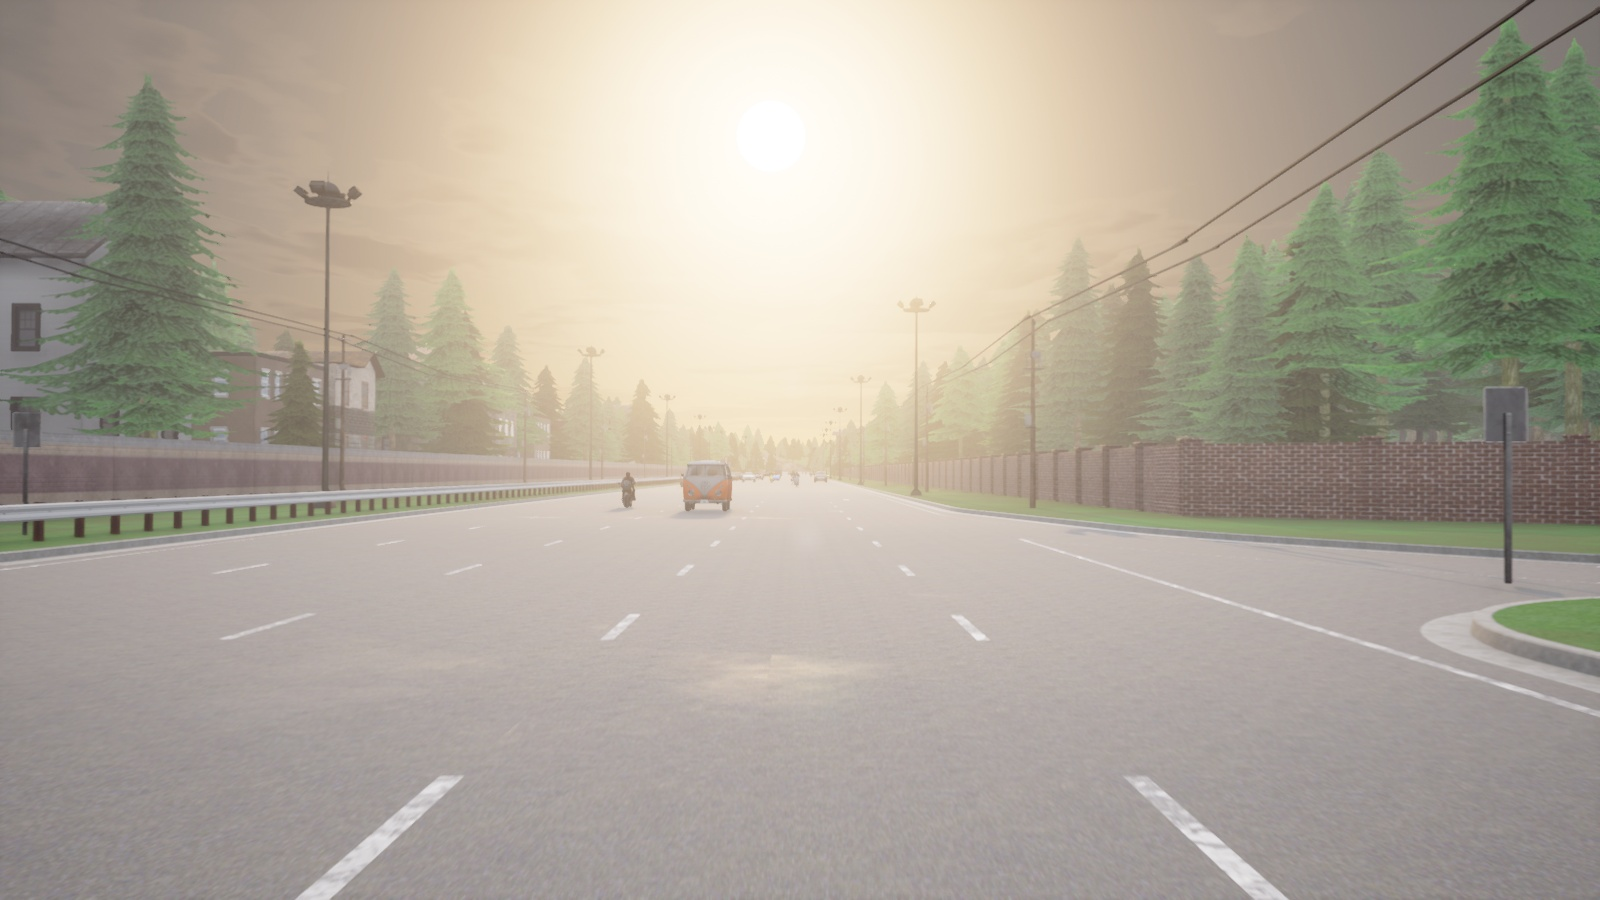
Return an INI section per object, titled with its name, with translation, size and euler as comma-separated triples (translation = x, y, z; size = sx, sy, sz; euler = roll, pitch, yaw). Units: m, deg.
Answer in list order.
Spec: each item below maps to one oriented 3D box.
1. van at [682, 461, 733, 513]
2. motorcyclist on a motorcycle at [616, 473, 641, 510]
[van]
translation = -3.636, 1.446, 49.926
size = 1.775, 1.987, 4.442
euler = 0, -1, -1
[motorcyclist on a motorcycle]
translation = -7.205, 1.740, 52.836
size = 0.797, 1.523, 2.044
euler = 0, -1, -1
